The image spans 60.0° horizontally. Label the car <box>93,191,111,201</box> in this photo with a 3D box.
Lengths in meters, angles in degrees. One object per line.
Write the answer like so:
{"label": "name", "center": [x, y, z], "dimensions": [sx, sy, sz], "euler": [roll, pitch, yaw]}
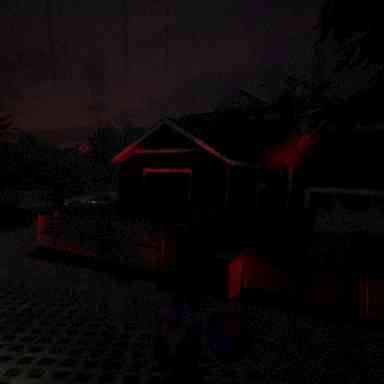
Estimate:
{"label": "car", "center": [-14.304, 0.626, 52.850], "dimensions": [1.812, 1.442, 4.674], "euler": [3, 1, -3]}

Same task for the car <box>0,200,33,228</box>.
{"label": "car", "center": [-11.520, 1.266, 19.763], "dimensions": [2.097, 1.767, 4.553], "euler": [3, 1, 6]}
